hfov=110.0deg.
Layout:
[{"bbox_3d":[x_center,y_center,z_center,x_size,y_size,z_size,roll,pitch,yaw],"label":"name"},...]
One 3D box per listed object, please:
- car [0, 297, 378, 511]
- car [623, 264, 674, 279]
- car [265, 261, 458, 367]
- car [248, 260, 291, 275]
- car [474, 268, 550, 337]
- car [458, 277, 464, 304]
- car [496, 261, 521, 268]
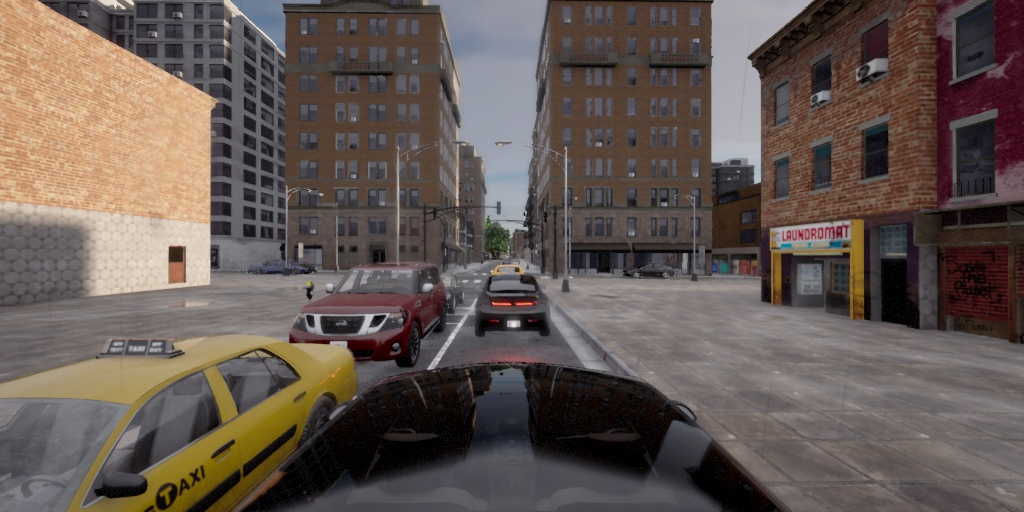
[{"bbox_3d":[-2.629,1.275,2.279,1.751,1.417,4.829,0,0,-1],"label":"car"},{"bbox_3d":[13.594,1.501,35.805,4.892,1.490,1.837,1,0,-1],"label":"car"},{"bbox_3d":[-2.728,1.066,8.062,2.192,1.841,5.009,0,0,-1],"label":"car"},{"bbox_3d":[-20.606,1.056,32.283,5.357,1.411,2.033,1,0,-1],"label":"car"},{"bbox_3d":[-0.029,1.256,10.358,1.837,1.490,4.892,0,0,-2],"label":"car"},{"bbox_3d":[-2.824,1.303,13.676,2.007,1.370,4.403,0,0,-1],"label":"car"},{"bbox_3d":[-0.211,1.231,20.394,1.882,1.535,5.008,0,0,-1],"label":"car"}]
